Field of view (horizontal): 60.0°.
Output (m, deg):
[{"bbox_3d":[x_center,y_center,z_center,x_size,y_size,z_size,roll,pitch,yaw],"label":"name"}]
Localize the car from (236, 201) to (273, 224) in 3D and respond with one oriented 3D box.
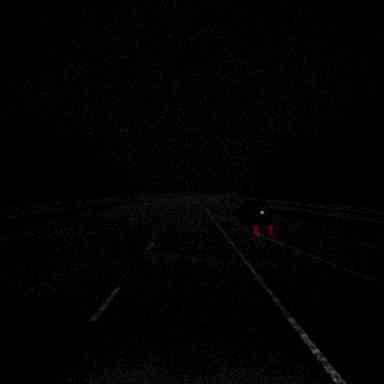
[{"bbox_3d":[4.644,1.466,25.149,2.033,1.649,4.856,0,0,-5],"label":"car"}]
